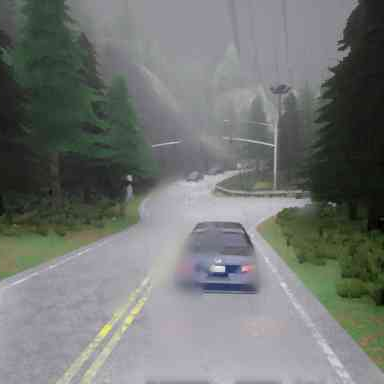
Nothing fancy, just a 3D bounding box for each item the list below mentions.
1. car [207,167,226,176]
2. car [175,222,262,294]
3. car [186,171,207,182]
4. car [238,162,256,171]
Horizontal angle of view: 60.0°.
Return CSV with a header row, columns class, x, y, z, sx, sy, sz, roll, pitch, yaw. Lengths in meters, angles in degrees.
class,x,y,z,sx,sy,sz,roll,pitch,yaw
car,4.608,-4.043,63.618,2.128,1.511,4.902,4,10,36
car,0.722,1.499,8.847,2.033,1.411,5.357,0,0,5
car,0.541,-2.562,55.072,1.837,1.490,4.892,2,10,19
car,11.844,-5.472,70.995,4.892,1.490,1.837,-9,9,-36
